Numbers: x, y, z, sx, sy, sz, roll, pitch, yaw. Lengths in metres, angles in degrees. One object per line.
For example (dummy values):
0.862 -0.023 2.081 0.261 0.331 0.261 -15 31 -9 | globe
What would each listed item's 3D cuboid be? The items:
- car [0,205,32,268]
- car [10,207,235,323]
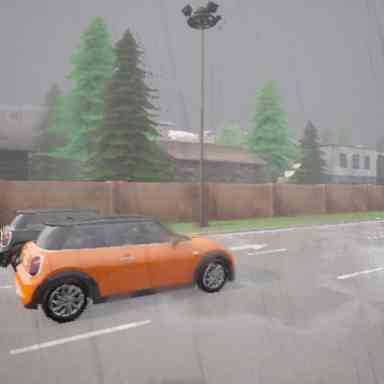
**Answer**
-3.300 1.243 10.086 4.553 1.767 2.097 0 1 -32 | car
-1.250 1.276 7.241 4.553 1.767 2.097 0 1 -32 | car
